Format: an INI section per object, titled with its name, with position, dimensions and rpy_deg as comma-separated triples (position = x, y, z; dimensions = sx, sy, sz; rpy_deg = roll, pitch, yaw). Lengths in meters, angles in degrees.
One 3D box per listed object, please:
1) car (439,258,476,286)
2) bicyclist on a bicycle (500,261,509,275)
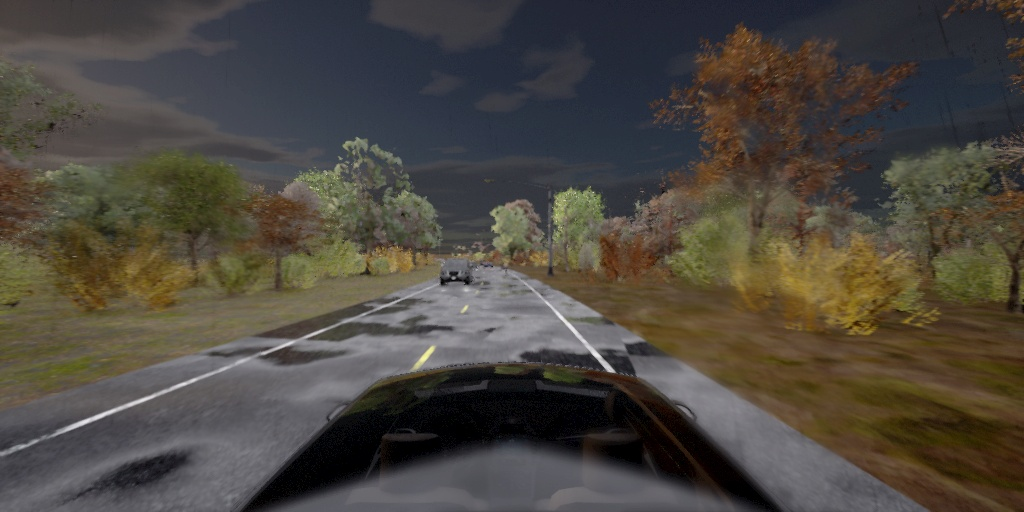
[car]
position = -4.229, 1.199, 27.959
dimensions = 2.150, 2.045, 5.566
rpy_deg = 0, 0, -3
[bicyclist on a bicycle]
position = -0.734, 1.518, 44.796
dimensions = 0.866, 1.612, 1.509
rpy_deg = 0, 2, -4
